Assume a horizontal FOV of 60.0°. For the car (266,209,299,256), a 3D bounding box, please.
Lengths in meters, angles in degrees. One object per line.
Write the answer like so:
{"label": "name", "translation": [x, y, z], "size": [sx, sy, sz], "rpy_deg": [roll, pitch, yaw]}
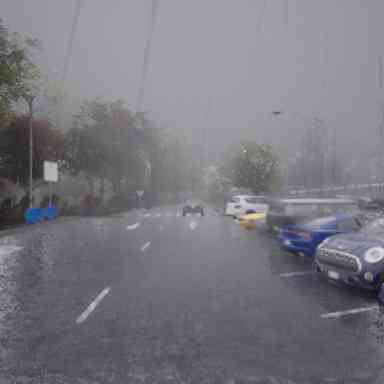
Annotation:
{"label": "car", "translation": [5.393, 1.502, 11.550], "size": [5.008, 1.535, 2.097], "rpy_deg": [1, 0, -20]}

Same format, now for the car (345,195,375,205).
{"label": "car", "translation": [30.190, 1.468, 59.820], "size": [2.185, 1.767, 4.553], "rpy_deg": [0, -1, -21]}

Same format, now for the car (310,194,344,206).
{"label": "car", "translation": [24.133, 1.364, 59.671], "size": [2.435, 2.045, 5.566], "rpy_deg": [0, -1, -21]}

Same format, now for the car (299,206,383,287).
{"label": "car", "translation": [5.422, 1.366, 8.547], "size": [4.553, 1.767, 2.185], "rpy_deg": [1, 0, -20]}

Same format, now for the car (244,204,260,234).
{"label": "car", "translation": [5.424, 1.563, 17.552], "size": [4.674, 1.452, 2.002], "rpy_deg": [1, 0, -20]}

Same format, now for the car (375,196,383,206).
{"label": "car", "translation": [21.381, 1.588, 42.651], "size": [2.163, 1.488, 4.792], "rpy_deg": [-1, 1, -21]}

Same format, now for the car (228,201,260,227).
{"label": "car", "translation": [5.250, 1.529, 20.494], "size": [5.366, 1.575, 1.946], "rpy_deg": [1, 0, -20]}

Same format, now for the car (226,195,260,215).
{"label": "car", "translation": [5.455, 1.304, 26.588], "size": [5.566, 2.045, 2.435], "rpy_deg": [1, 0, -20]}

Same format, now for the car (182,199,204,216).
{"label": "car", "translation": [0.082, 1.473, 34.449], "size": [2.097, 1.767, 4.553], "rpy_deg": [0, 0, -1]}

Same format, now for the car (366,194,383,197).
{"label": "car", "translation": [24.346, 1.297, 42.724], "size": [2.435, 2.045, 5.566], "rpy_deg": [-1, 1, -21]}

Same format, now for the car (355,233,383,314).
{"label": "car", "translation": [5.376, 1.522, 5.538], "size": [4.674, 1.452, 2.002], "rpy_deg": [1, 0, -20]}

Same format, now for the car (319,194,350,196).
{"label": "car", "translation": [18.464, 1.318, 42.544], "size": [2.435, 2.045, 5.566], "rpy_deg": [0, 0, -21]}

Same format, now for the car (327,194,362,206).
{"label": "car", "translation": [27.193, 1.352, 59.700], "size": [2.435, 2.045, 5.566], "rpy_deg": [0, -1, -21]}

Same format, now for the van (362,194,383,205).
{"label": "van", "translation": [33.170, 1.359, 59.964], "size": [1.878, 1.987, 4.442], "rpy_deg": [0, -1, -21]}

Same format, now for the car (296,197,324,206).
{"label": "car", "translation": [21.111, 1.655, 59.597], "size": [2.163, 1.488, 4.792], "rpy_deg": [0, -1, -21]}

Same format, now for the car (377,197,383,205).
{"label": "car", "translation": [36.240, 1.573, 59.929], "size": [2.231, 1.521, 4.892], "rpy_deg": [0, -1, -21]}

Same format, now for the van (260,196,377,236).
{"label": "van", "translation": [5.521, 1.288, 14.596], "size": [4.442, 1.987, 1.878], "rpy_deg": [1, 0, -20]}
